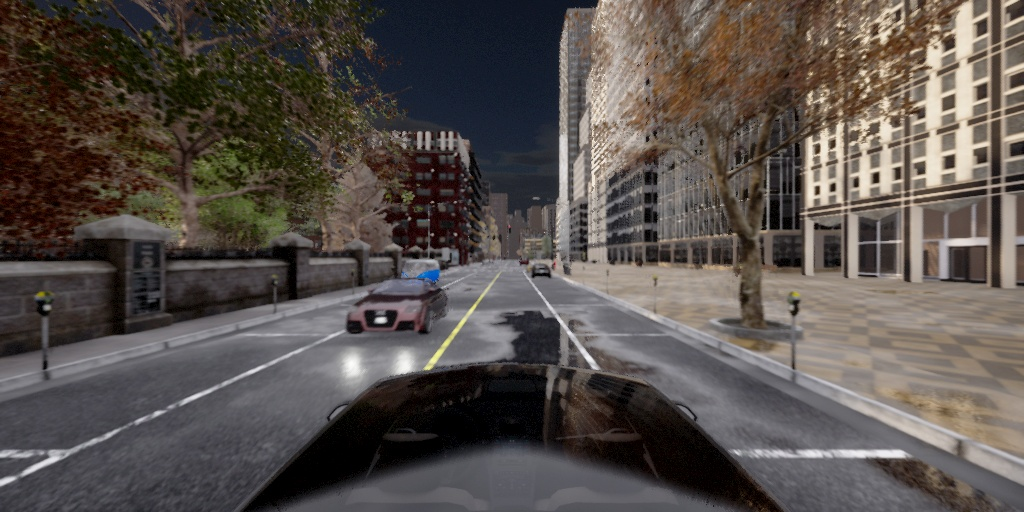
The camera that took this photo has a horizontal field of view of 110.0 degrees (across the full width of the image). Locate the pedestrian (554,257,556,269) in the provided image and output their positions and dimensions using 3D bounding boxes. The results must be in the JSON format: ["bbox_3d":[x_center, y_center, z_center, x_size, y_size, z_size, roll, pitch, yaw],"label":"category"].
[{"bbox_3d":[6.133,0.983,51.118,0.375,1.860,0.375,0,0,0],"label":"pedestrian"}]

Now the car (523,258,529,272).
[{"bbox_3d":[2.688,1.353,45.406,1.751,1.417,4.829,0,0,0],"label":"car"}]

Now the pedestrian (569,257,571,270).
[{"bbox_3d":[8.134,1.104,50.518,0.375,1.860,0.375,0,0,0],"label":"pedestrian"}]

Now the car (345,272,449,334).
[{"bbox_3d":[-3.100,1.325,10.458,1.994,1.385,4.181,0,0,0],"label":"car"}]

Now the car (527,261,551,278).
[{"bbox_3d":[2.688,1.368,33.971,1.948,1.339,4.313,0,0,0],"label":"car"}]

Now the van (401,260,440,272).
[{"bbox_3d":[-5.692,1.122,22.705,1.690,1.789,3.998,0,0,0],"label":"van"}]

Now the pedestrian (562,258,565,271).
[{"bbox_3d":[7.134,1.122,49.918,0.375,1.860,0.375,0,0,0],"label":"pedestrian"}]
